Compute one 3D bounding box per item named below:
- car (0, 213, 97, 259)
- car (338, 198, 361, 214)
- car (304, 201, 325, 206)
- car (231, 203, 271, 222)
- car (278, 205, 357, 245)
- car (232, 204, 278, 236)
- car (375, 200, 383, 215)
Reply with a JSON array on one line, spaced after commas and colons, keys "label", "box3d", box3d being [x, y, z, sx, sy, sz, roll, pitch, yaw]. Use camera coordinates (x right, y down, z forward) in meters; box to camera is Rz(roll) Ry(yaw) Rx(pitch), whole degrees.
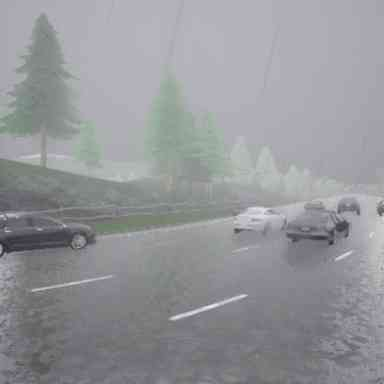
[{"label": "car", "box3d": [-6.104, 1.563, 12.685, 4.892, 1.490, 1.837, 0, 1, -40]}, {"label": "car", "box3d": [16.761, 1.378, 35.443, 2.097, 1.767, 4.553, 0, 0, 27]}, {"label": "car", "box3d": [14.023, 1.643, 37.751, 1.895, 1.301, 4.718, 0, 0, 27]}, {"label": "car", "box3d": [4.989, 1.653, 27.669, 1.895, 1.301, 4.718, 0, 0, 28]}, {"label": "car", "box3d": [6.118, 1.565, 15.738, 2.033, 1.411, 5.357, 0, 0, 35]}, {"label": "car", "box3d": [3.887, 1.560, 18.870, 1.812, 1.442, 4.674, 0, 0, 33]}, {"label": "car", "box3d": [19.491, 1.534, 33.016, 1.812, 1.442, 4.674, 0, 0, 27]}]
